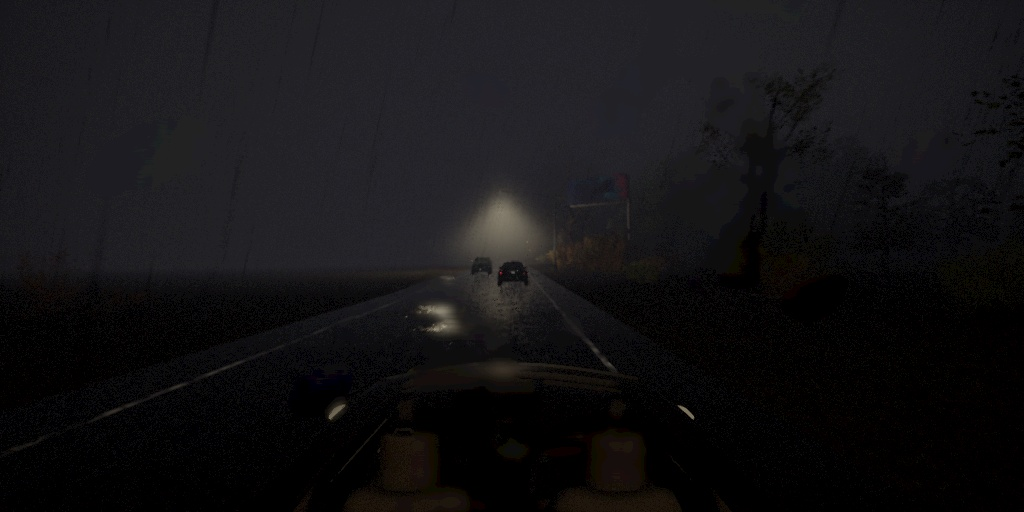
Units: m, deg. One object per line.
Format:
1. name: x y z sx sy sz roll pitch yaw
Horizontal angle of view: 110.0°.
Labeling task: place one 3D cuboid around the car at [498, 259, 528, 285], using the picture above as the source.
1. car: 0.083 1.135 26.298 2.097 1.767 4.553 -1 0 1

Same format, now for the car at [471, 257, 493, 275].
1. car: -3.404 1.095 41.496 2.150 2.045 5.566 -1 0 0
